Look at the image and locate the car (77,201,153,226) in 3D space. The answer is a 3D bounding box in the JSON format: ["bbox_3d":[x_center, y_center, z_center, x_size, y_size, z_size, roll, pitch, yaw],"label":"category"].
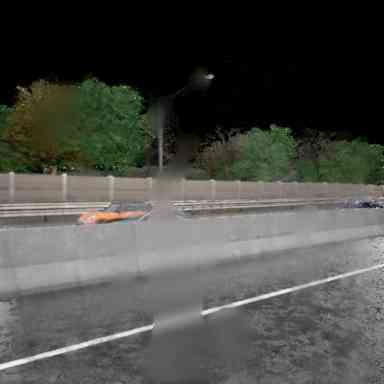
[{"bbox_3d":[-3.951,1.345,18.361,4.553,1.767,2.097,0,0,-35],"label":"car"}]

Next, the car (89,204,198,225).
[{"bbox_3d":[-1.910,1.485,15.517,4.902,1.511,2.128,0,0,-35],"label":"car"}]

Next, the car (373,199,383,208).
[{"bbox_3d":[7.496,1.212,9.077,5.566,2.045,2.150,0,0,-35],"label":"car"}]

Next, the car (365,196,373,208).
[{"bbox_3d":[24.539,1.538,42.627,4.181,1.385,1.994,0,0,-35],"label":"car"}]

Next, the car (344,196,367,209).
[{"bbox_3d":[22.246,1.325,44.502,4.553,1.767,2.097,0,0,-38],"label":"car"}]
